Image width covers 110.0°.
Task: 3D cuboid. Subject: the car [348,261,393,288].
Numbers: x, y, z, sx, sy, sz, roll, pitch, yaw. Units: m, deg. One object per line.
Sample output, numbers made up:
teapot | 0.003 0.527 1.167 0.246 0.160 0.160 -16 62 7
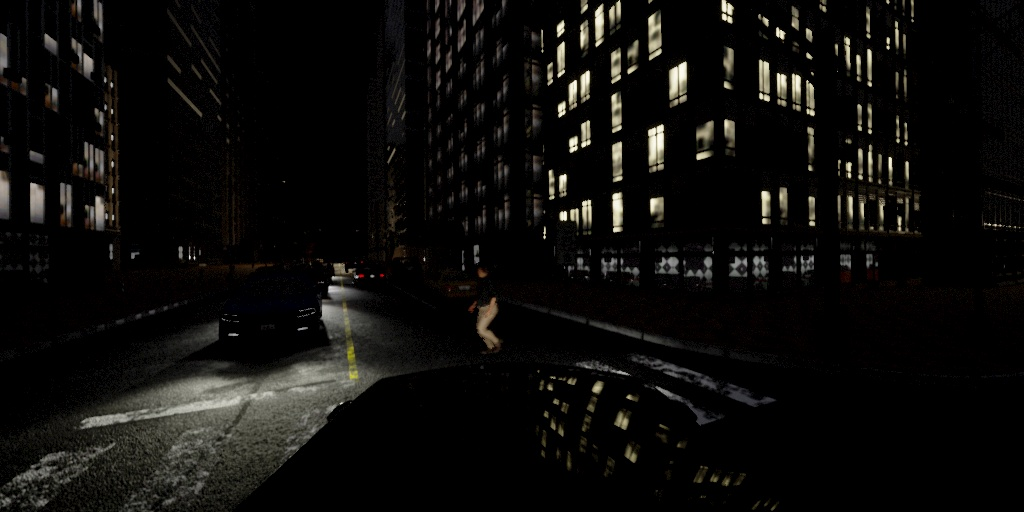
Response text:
car | -9.479 1.252 23.767 2.033 1.411 5.357 -1 0 -26

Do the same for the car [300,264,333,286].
car | -14.411 1.340 26.614 1.895 1.301 4.718 -1 0 -26

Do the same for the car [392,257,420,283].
car | -8.015 0.993 26.686 2.192 1.841 5.009 0 0 -26

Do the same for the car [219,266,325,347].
car | -6.208 1.210 9.662 1.882 1.535 5.008 -1 0 -27

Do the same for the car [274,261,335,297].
car | -10.350 1.228 18.207 2.128 1.511 4.902 -1 0 -26

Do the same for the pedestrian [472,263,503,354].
pedestrian | -0.481 0.983 6.980 0.375 1.860 0.375 0 0 -26

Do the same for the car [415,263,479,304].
car | -2.840 1.200 15.916 1.751 1.417 4.829 0 0 -26

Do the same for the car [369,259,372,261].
car | -15.394 1.263 41.917 1.802 1.307 4.207 0 0 -26

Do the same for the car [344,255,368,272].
car | -19.711 0.932 44.864 2.150 2.045 5.566 -1 1 -26

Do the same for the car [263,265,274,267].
car | -15.538 1.331 22.995 1.948 1.339 4.313 0 0 -26

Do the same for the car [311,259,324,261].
car | -18.751 1.304 35.653 1.994 1.385 4.181 -1 0 -25

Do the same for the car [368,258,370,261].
car | -22.772 1.226 57.149 1.888 1.381 4.507 0 0 -26
